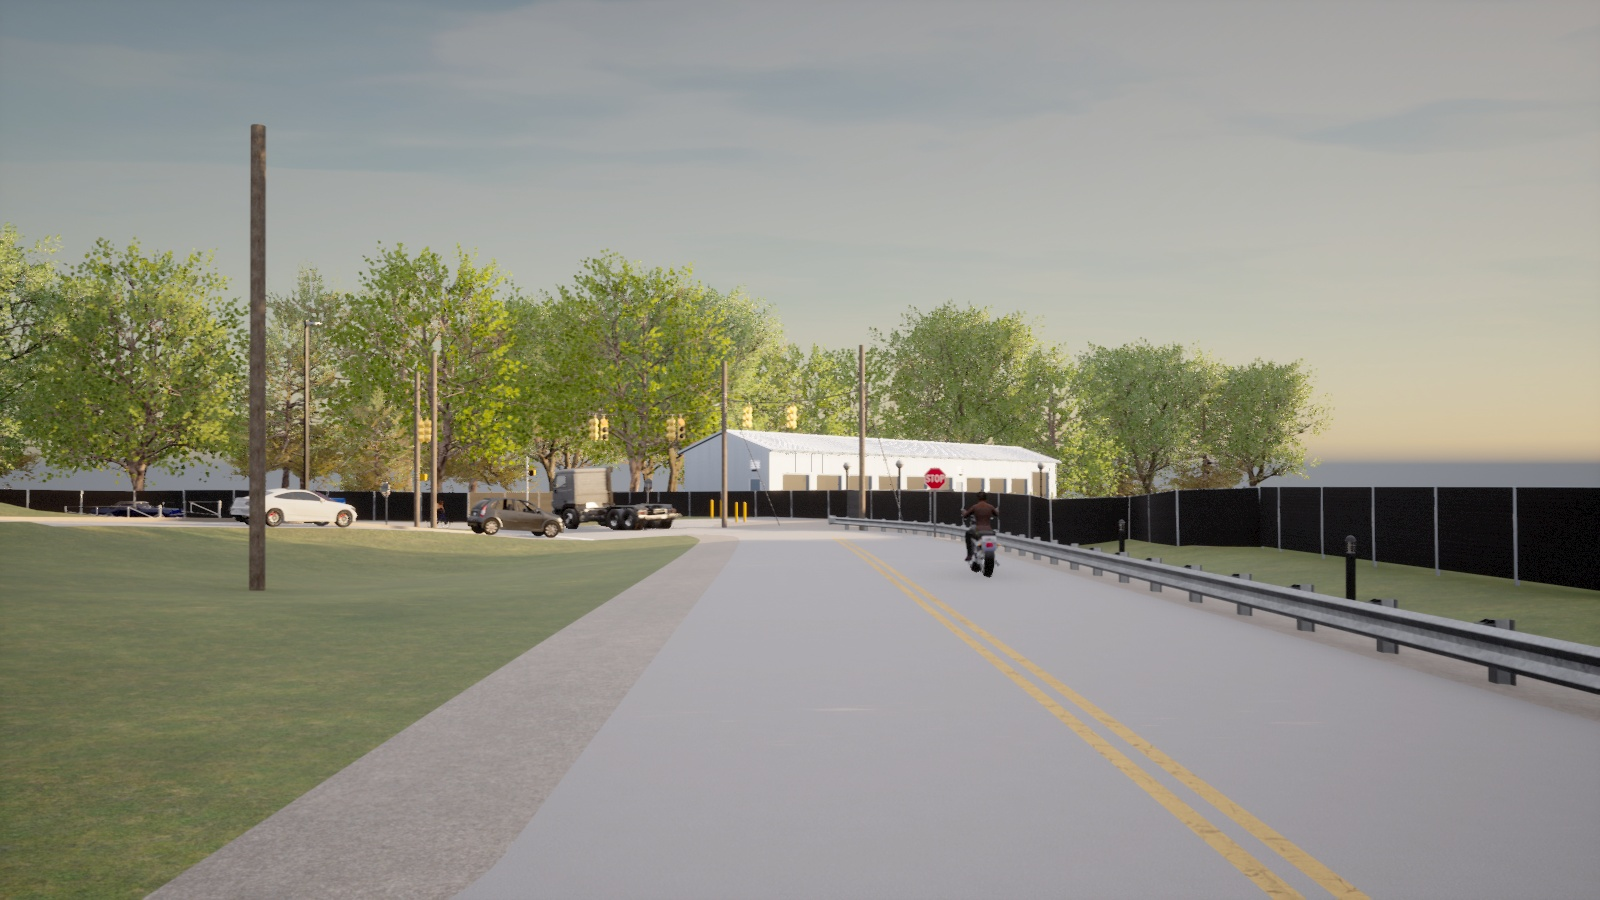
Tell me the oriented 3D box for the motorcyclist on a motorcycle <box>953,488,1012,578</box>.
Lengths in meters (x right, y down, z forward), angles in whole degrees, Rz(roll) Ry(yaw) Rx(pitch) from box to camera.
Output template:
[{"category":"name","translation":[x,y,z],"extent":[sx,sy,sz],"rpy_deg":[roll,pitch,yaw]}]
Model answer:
[{"category":"motorcyclist on a motorcycle","translation":[3.506,1.578,24.344],"extent":[0.766,1.649,2.350],"rpy_deg":[-1,-2,0]}]

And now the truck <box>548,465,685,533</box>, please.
[{"category":"truck","translation":[-10.197,2.698,69.132],"extent":[7.936,3.462,2.891],"rpy_deg":[-2,0,41]}]

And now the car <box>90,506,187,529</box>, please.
[{"category":"car","translation":[-39.169,4.004,74.394],"extent":[4.718,1.301,1.895],"rpy_deg":[0,-1,-3]}]

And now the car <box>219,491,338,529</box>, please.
[{"category":"car","translation":[-21.807,2.533,52.635],"extent":[4.193,1.474,1.816],"rpy_deg":[4,-4,-44]}]

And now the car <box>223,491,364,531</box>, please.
[{"category":"car","translation":[-19.331,2.365,48.096],"extent":[1.812,1.442,4.674],"rpy_deg":[-1,-3,39]}]

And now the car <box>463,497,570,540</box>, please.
[{"category":"car","translation":[-12.185,2.935,54.012],"extent":[3.988,1.617,1.851],"rpy_deg":[5,-4,-33]}]
